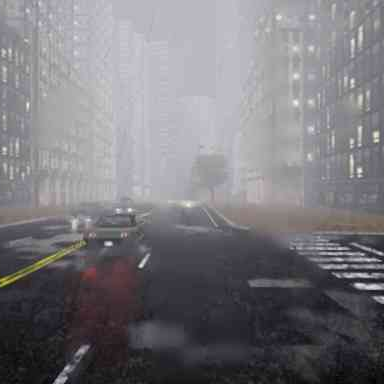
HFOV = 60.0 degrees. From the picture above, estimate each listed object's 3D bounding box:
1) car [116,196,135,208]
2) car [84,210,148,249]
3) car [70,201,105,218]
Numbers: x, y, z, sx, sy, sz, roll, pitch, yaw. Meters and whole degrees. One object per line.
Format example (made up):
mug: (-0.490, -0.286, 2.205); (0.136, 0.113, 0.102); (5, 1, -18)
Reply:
car: (-9.718, 1.448, 48.950); (2.097, 1.767, 4.553); (0, 0, 0)
car: (-3.113, 1.629, 14.676); (1.895, 1.301, 4.718); (0, 0, 0)
car: (-9.779, 1.609, 31.662); (2.033, 1.411, 5.357); (0, 0, 0)
